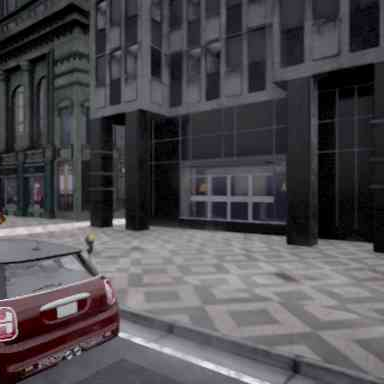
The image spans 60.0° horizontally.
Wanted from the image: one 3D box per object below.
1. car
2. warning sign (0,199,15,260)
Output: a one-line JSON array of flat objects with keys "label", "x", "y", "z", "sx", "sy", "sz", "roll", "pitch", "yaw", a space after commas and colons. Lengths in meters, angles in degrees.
[{"label": "car", "x": -3.091, "y": 1.458, "z": 5.155, "sx": 4.097, "sy": 1.590, "sz": 1.967, "roll": 0, "pitch": 0, "yaw": 35}, {"label": "warning sign", "x": -6.478, "y": 1.152, "z": 10.396, "sx": 1.060, "sy": 1.860, "sz": 1.300, "roll": 0, "pitch": 0, "yaw": 35}]
